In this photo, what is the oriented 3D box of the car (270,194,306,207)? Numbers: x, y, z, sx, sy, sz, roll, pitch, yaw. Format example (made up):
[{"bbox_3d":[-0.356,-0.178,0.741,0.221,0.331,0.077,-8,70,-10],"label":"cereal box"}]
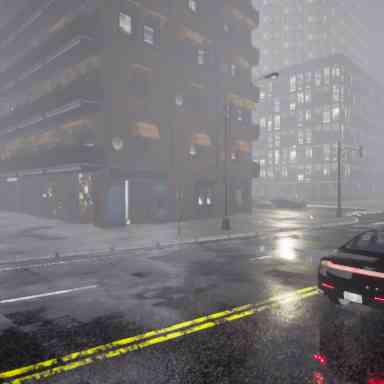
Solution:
[{"bbox_3d":[12.580,1.055,43.599,4.097,1.590,1.967,1,0,44],"label":"car"}]

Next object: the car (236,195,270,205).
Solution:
[{"bbox_3d":[8.650,1.097,47.239,4.313,1.339,1.947,1,0,44],"label":"car"}]

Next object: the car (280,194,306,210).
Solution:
[{"bbox_3d":[10.545,1.253,37.404,4.181,1.385,1.994,1,1,44],"label":"car"}]

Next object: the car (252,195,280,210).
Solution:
[{"bbox_3d":[6.965,1.191,37.140,4.829,1.417,1.752,1,0,44],"label":"car"}]

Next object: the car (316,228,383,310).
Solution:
[{"bbox_3d":[4.554,1.490,6.818,4.902,1.511,2.128,0,0,-36],"label":"car"}]
